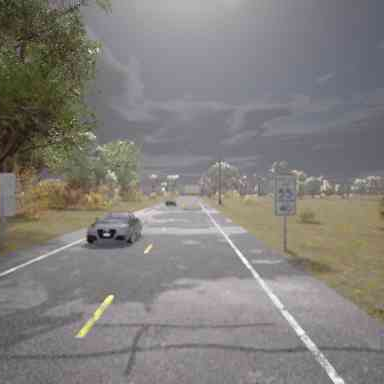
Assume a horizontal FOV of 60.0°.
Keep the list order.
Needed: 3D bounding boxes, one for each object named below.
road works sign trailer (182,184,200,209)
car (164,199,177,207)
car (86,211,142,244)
[{"bbox_3d":[-0.008,0.614,47.627,2.380,3.560,2.880,0,0,0],"label":"road works sign trailer"},{"bbox_3d":[-3.564,1.780,56.270,1.895,1.301,4.718,0,0,1],"label":"car"},{"bbox_3d":[-3.602,1.611,16.013,1.994,1.385,4.181,0,0,0],"label":"car"}]
